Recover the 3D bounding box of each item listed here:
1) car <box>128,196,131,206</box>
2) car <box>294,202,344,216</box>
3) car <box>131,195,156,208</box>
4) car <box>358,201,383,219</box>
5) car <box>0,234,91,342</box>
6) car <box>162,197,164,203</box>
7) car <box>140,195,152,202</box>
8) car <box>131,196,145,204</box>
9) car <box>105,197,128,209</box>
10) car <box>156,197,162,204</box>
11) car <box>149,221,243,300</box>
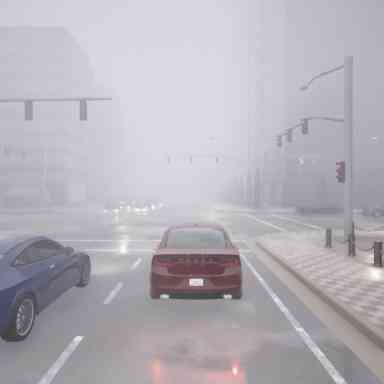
[{"bbox_3d":[-10.494,1.491,54.767,2.128,1.511,4.902,0,0,0],"label":"car"},{"bbox_3d":[12.036,1.545,30.908,4.718,1.301,1.895,0,0,1],"label":"car"},{"bbox_3d":[-7.013,1.491,48.626,2.128,1.511,4.902,0,0,0],"label":"car"},{"bbox_3d":[16.327,1.436,27.364,4.902,1.511,2.128,0,0,0],"label":"car"},{"bbox_3d":[-3.419,1.526,6.352,1.812,1.442,4.674,0,0,0],"label":"car"},{"bbox_3d":[-6.889,1.601,68.224,1.895,1.301,4.718,0,0,0],"label":"car"},{"bbox_3d":[-10.371,1.478,75.152,1.882,1.535,5.008,0,0,0],"label":"car"},{"bbox_3d":[-10.425,1.564,64.765,1.994,1.385,4.181,0,0,1],"label":"car"},{"bbox_3d":[-10.520,1.505,45.539,1.837,1.490,4.892,0,0,0],"label":"car"},{"bbox_3d":[-6.979,1.491,57.933,2.128,1.511,4.902,0,0,0],"label":"car"},{"bbox_3d":[0.094,1.478,8.481,1.882,1.535,5.008,0,0,0],"label":"car"}]
